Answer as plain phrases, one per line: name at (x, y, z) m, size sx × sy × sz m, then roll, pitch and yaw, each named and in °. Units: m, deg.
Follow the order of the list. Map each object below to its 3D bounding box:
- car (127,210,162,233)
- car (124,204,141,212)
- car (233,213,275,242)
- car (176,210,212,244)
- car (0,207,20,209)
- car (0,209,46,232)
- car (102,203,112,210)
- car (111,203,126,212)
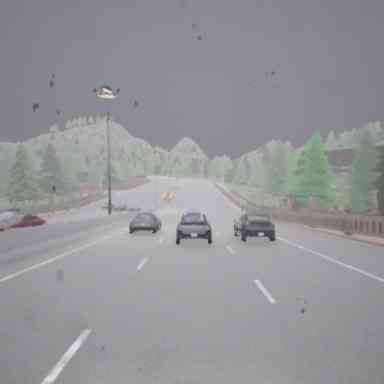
car at (-3.392, 2.267, 24.874) m, size 1.994 × 1.385 × 4.181 m, roll 0°, pitch -2°, yaw 0°
car at (-10.498, 3.238, 60.322) m, size 1.895 × 1.301 × 4.718 m, roll 0°, pitch 0°, yaw 0°
car at (3.605, 2.038, 19.810) m, size 1.837 × 1.490 × 4.892 m, roll 0°, pitch -2°, yaw 0°
car at (0.106, 1.994, 18.850) m, size 2.128 × 1.511 × 4.902 m, roll 0°, pitch -2°, yaw 0°
car at (-17.564, 2.263, 31.126) m, size 2.097 × 1.767 × 4.553 m, roll 0°, pitch -2°, yaw 0°
car at (-10.585, 2.018, 19.973) m, size 1.882 × 1.535 × 5.008 m, roll 0°, pitch -2°, yaw 0°
car at (-17.479, 2.936, 69.524) m, size 1.994 × 1.385 × 4.181 m, roll 0°, pitch 3°, yaw 0°
car at (-13.981, 2.980, 66.070) m, size 1.882 × 1.535 × 5.008 m, roll 0°, pitch 1°, yaw 0°
